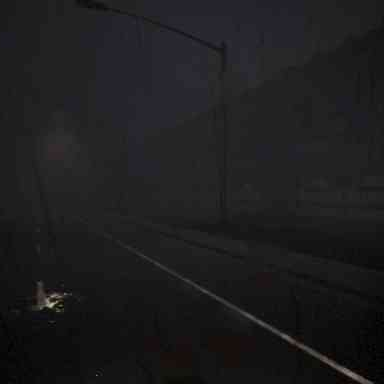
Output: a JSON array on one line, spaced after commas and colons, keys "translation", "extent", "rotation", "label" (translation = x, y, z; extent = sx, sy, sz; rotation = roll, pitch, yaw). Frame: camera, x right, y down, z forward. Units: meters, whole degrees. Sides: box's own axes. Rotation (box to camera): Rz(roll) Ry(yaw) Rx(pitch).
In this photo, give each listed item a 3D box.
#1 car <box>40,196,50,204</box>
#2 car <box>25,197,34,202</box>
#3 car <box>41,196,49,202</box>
[{"translation": [-34.520, 2.001, 78.370], "extent": [1.812, 1.442, 4.674], "rotation": [1, 1, -25], "label": "car"}, {"translation": [-41.454, 1.885, 84.960], "extent": [1.994, 1.385, 4.181], "rotation": [1, 1, -25], "label": "car"}, {"translation": [-38.729, 1.824, 87.398], "extent": [1.882, 1.535, 5.008], "rotation": [1, 1, -25], "label": "car"}]
